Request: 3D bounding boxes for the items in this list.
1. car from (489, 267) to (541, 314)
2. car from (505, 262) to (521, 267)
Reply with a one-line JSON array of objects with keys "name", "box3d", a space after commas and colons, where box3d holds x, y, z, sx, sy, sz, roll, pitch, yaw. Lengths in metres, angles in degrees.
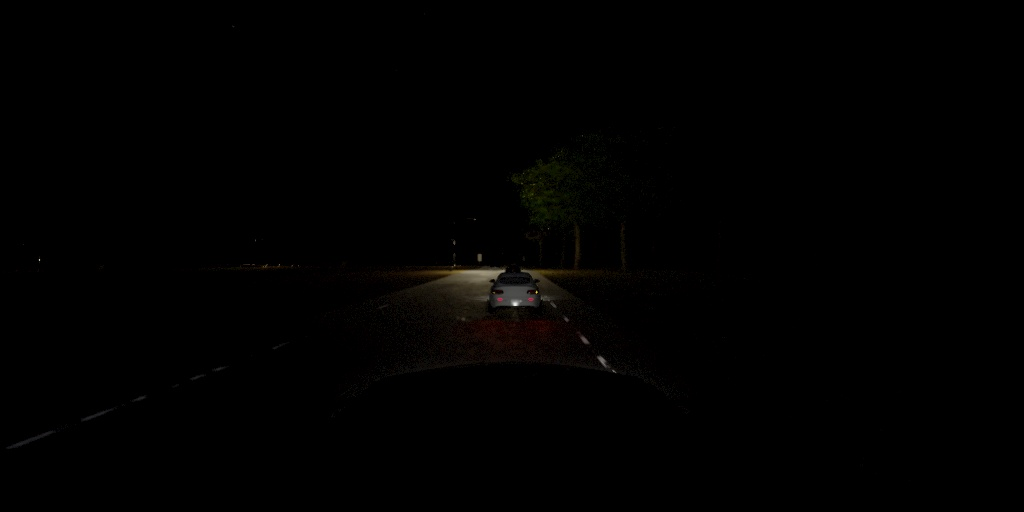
[{"name": "car", "box3d": [0.109, 1.342, 14.082, 1.812, 1.442, 4.674, 0, 0, 0]}, {"name": "car", "box3d": [0.127, 1.492, 45.508, 1.812, 1.442, 4.674, 0, 0, 0]}]
